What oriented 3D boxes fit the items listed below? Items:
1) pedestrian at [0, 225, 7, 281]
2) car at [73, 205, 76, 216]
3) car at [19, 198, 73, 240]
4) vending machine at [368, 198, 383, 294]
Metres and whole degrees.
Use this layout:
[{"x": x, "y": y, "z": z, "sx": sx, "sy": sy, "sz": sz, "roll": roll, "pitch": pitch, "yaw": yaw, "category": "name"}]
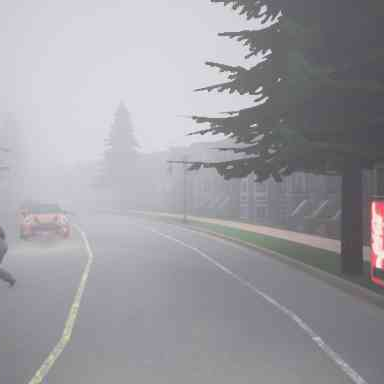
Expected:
[{"x": -4.561, "y": 1.294, "z": 7.602, "sx": 0.375, "sy": 1.860, "sz": 0.375, "roll": 0, "pitch": 0, "yaw": -10, "category": "pedestrian"}, {"x": -12.730, "y": 1.526, "z": 32.230, "sx": 1.812, "sy": 1.442, "sz": 4.674, "roll": 0, "pitch": 0, "yaw": -39, "category": "car"}, {"x": -7.619, "y": 1.356, "z": 17.260, "sx": 2.097, "sy": 1.767, "sz": 4.553, "roll": 0, "pitch": 0, "yaw": -25, "category": "car"}, {"x": 4.747, "y": 1.195, "z": 7.480, "sx": 1.100, "sy": 2.100, "sz": 0.880, "roll": 0, "pitch": 0, "yaw": -9, "category": "vending machine"}]
